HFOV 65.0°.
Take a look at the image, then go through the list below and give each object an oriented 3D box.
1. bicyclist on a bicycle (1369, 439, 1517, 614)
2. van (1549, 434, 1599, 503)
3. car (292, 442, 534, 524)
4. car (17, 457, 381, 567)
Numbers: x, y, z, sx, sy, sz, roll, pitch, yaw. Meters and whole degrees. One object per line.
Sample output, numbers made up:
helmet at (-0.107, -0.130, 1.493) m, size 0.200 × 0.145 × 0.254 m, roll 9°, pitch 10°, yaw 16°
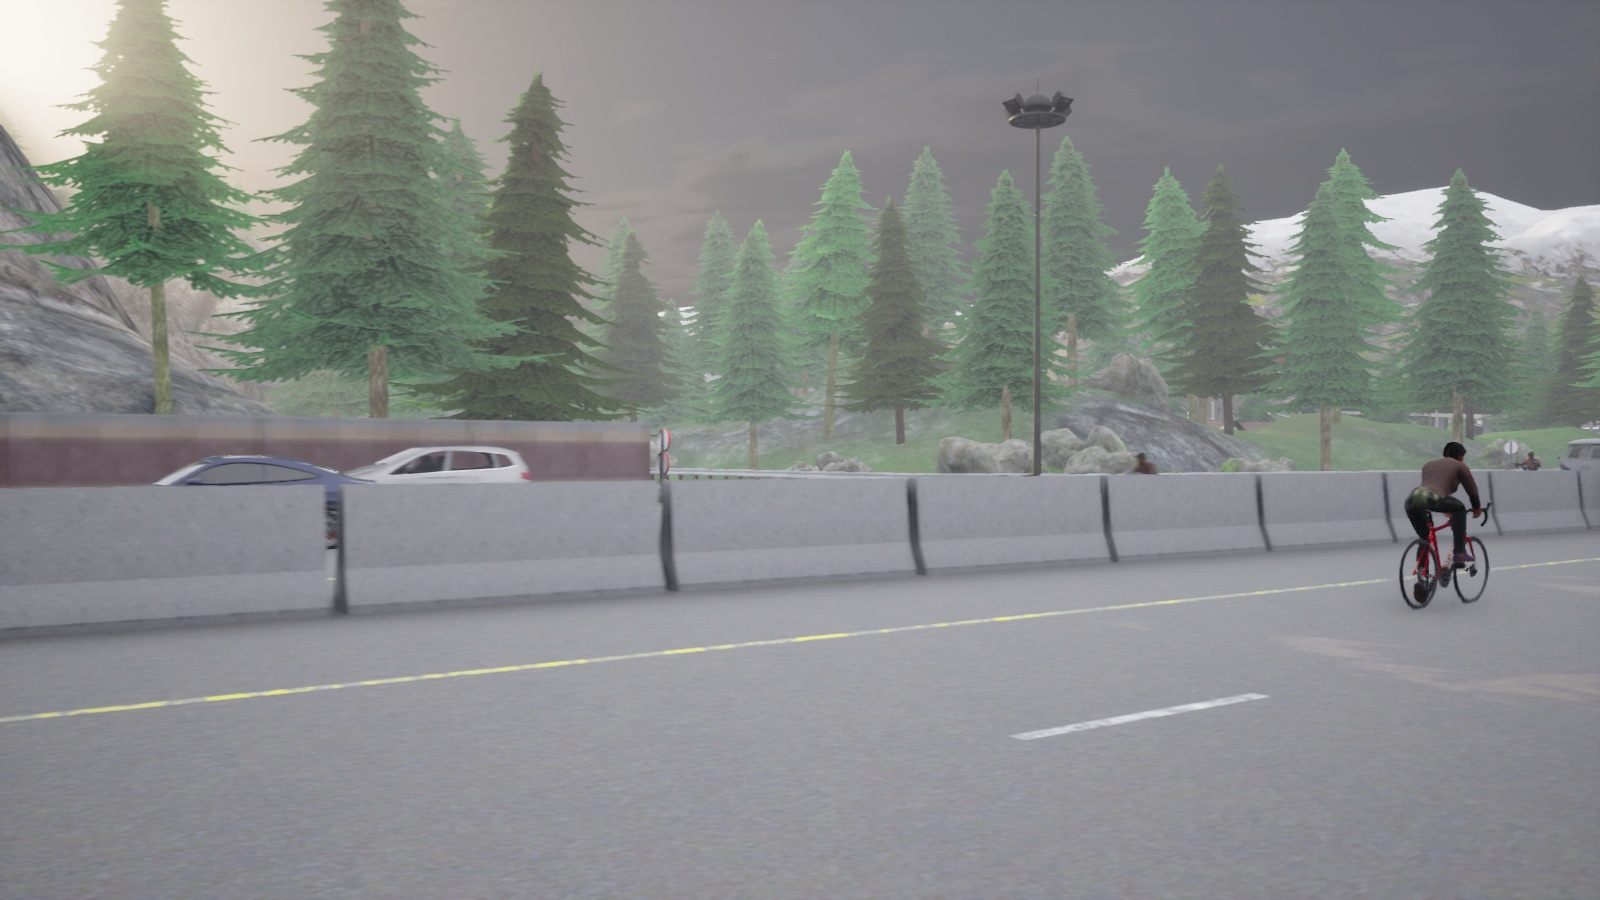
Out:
bicyclist on a bicycle at (6.330, 0.717, 12.328) m, size 1.656 × 1.620 × 0.582 m, roll 1°, pitch 0°, yaw -35°
van at (24.547, 0.545, 37.795) m, size 4.442 × 1.987 × 1.775 m, roll 0°, pitch 0°, yaw -35°
car at (-8.473, 0.677, 27.612) m, size 4.611 × 1.667 × 2.242 m, roll 0°, pitch 0°, yaw -35°
car at (-8.906, 0.836, 18.782) m, size 4.674 × 1.442 × 1.812 m, roll 0°, pitch 0°, yaw -35°
